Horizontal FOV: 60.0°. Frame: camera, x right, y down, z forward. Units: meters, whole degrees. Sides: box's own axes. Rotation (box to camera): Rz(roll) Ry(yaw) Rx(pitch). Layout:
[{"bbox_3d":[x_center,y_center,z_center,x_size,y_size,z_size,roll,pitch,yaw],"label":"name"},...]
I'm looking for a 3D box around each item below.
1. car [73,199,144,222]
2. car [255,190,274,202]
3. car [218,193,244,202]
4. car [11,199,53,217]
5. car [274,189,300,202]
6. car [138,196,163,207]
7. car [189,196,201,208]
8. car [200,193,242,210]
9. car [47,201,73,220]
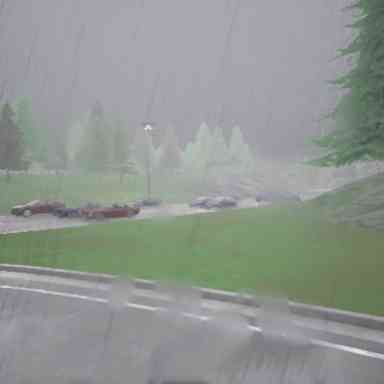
[{"bbox_3d":[-6.356,1.511,25.660,1.895,1.301,4.718,-1,1,39],"label":"car"},{"bbox_3d":[12.295,0.632,53.843,2.150,2.045,5.566,-1,1,39],"label":"car"},{"bbox_3d":[6.886,0.933,58.283,2.128,1.511,4.902,-1,1,39],"label":"car"},{"bbox_3d":[-14.655,1.485,32.089,1.882,1.535,5.008,-1,1,39],"label":"car"},{"bbox_3d":[15.046,0.732,51.677,2.097,1.767,4.553,-1,1,39],"label":"car"},{"bbox_3d":[-5.881,1.263,42.811,2.128,1.511,4.902,-1,1,39],"label":"car"},{"bbox_3d":[1.543,1.183,40.835,1.812,1.442,4.674,-1,0,40],"label":"car"},{"bbox_3d":[3.361,1.176,37.531,1.812,1.442,4.674,-1,0,39],"label":"car"},{"bbox_3d":[-9.125,1.543,27.802,1.895,1.301,4.718,-1,1,39],"label":"car"}]
